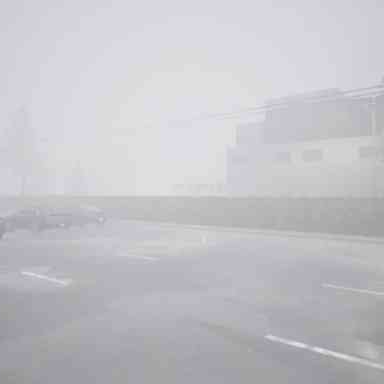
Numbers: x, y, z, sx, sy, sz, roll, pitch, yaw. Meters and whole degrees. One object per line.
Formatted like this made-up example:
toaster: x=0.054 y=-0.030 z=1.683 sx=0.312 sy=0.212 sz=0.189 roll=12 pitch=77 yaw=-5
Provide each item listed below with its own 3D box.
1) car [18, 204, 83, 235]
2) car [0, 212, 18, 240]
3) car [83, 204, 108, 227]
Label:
car: x=-8.769 y=1.527 z=18.840 sx=4.902 sy=1.511 sz=2.128 roll=0 pitch=0 yaw=36
car: x=-10.794 y=1.527 z=15.985 sx=4.902 sy=1.511 sz=2.128 roll=0 pitch=0 yaw=36
car: x=-7.594 y=1.563 z=22.285 sx=4.674 sy=1.442 sz=1.812 roll=0 pitch=0 yaw=35
